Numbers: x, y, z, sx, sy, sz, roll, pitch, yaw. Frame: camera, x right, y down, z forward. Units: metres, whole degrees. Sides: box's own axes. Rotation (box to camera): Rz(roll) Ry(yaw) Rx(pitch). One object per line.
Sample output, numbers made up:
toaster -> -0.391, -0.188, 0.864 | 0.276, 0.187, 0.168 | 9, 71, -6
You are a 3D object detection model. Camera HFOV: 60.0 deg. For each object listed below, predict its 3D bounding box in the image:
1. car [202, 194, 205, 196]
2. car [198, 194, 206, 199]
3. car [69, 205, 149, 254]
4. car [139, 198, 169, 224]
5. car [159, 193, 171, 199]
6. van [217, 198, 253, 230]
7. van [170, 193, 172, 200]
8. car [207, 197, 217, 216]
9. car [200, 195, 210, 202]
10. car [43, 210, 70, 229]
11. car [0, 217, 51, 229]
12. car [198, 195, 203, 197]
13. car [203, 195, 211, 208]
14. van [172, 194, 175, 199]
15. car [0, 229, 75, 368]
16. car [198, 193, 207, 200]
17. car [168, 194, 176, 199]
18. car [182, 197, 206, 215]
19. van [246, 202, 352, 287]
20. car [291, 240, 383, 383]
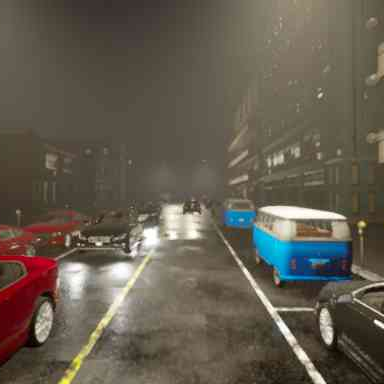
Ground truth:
car -> 2.710, 1.437, 48.012 | 1.947, 1.339, 4.313 | 1, 0, 0
car -> 2.717, 1.259, 92.656 | 2.008, 1.369, 4.403 | 1, 0, 0
car -> -3.085, 1.473, 13.464 | 1.837, 1.490, 4.892 | 0, 0, 0
car -> -3.083, 1.433, 23.837 | 2.128, 1.511, 4.902 | 0, 0, 0
car -> -5.668, 1.380, 64.714 | 1.947, 1.339, 4.313 | 1, 0, 0
van -> 2.708, 1.293, 20.108 | 1.690, 1.788, 3.998 | 1, 0, 0
van -> -5.663, 1.135, 70.294 | 1.690, 1.788, 3.998 | 1, 0, 0
car -> 2.707, 1.447, 31.439 | 1.752, 1.417, 4.829 | 1, 0, 0
car -> 2.714, 1.345, 70.335 | 2.008, 1.369, 4.403 | 1, 0, 0
car -> -5.676, 1.510, 14.492 | 1.887, 1.381, 4.507 | 1, 0, 0
car -> -5.678, 1.561, 8.912 | 1.802, 1.307, 4.206 | 1, 0, 0
car -> 0.022, 1.428, 45.066 | 2.033, 1.411, 5.357 | 0, 0, 0
car -> 2.709, 1.455, 42.431 | 1.947, 1.339, 4.313 | 1, 0, 0
van -> -5.661, 1.094, 81.454 | 1.690, 1.788, 3.998 | 1, 0, 0
car -> -3.088, 1.469, 3.420 | 1.882, 1.535, 5.008 | 0, 0, 0
car -> 2.718, 1.171, 87.076 | 1.967, 1.590, 4.097 | 1, 0, 0
car -> -5.663, 1.254, 92.615 | 1.887, 1.381, 4.507 | 1, 0, 0
car -> 0.005, 1.465, 32.851 | 2.033, 1.411, 5.357 | 0, 0, 0
van -> 2.706, 1.320, 8.945 | 1.690, 1.788, 3.998 | 1, 0, 0
car -> 2.702, 1.543, 3.366 | 2.008, 1.369, 4.403 | 1, 0, 0
